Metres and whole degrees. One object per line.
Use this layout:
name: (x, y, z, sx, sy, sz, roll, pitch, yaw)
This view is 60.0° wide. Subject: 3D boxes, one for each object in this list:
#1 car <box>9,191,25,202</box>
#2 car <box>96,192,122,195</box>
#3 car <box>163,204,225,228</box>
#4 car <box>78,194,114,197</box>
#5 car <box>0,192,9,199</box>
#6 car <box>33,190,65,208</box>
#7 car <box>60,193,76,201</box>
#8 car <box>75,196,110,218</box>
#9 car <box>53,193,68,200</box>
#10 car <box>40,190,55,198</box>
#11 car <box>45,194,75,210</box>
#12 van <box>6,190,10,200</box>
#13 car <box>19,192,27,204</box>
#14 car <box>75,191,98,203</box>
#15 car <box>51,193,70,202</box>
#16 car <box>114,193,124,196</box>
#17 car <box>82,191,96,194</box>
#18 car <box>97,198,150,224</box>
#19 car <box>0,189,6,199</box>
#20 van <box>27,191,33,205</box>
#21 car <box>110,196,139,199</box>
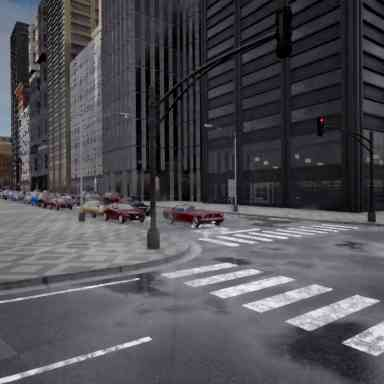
car: (-31.386, 0.904, 60.453, 1.967, 1.590, 4.097, 0, 1, -36)
car: (-11.279, 0.899, 47.234, 2.192, 1.841, 5.009, 0, 1, -36)
car: (0.029, 1.479, 21.752, 1.895, 1.301, 4.718, -1, 1, -35)
car: (-10.740, 1.275, 36.663, 2.033, 1.411, 5.357, -1, 1, -36)
car: (-44.587, 0.778, 78.671, 1.887, 1.381, 4.507, 0, 1, -36)
car: (-18.183, 0.996, 42.234, 2.192, 1.841, 5.009, 0, 1, -36)
car: (-24.481, 0.949, 65.454, 1.802, 1.307, 4.206, 0, 1, -36)
car: (-8.183, 1.353, 28.434, 1.752, 1.417, 4.829, 0, 1, -36)
car: (-27.781, 0.855, 70.007, 1.887, 1.381, 4.507, 0, 1, -36)
car: (-34.380, 0.510, 79.114, 2.192, 1.841, 5.009, 0, 1, -36)
car: (-14.884, 1.276, 37.681, 1.887, 1.381, 4.507, 0, 1, -36)
van: (-34.685, 0.748, 65.007, 1.690, 1.788, 3.998, 0, 1, -36)
car: (-24.786, 1.126, 51.345, 2.008, 1.369, 4.403, 0, 1, -36)
car: (-17.879, 0.794, 56.343, 2.192, 1.841, 5.009, 0, 1, -36)
car: (-23.744, 0.936, 60.041, 2.128, 1.511, 4.902, -1, 1, -36)
car: (-7.979, 1.200, 42.682, 1.947, 1.339, 4.313, 0, 1, -36)
car: (-14.181, 0.953, 46.849, 2.097, 1.767, 4.553, -1, 1, -36)
car: (-4.982, 1.416, 24.017, 1.887, 1.381, 4.507, 0, 1, -36)
car: (-37.986, 0.665, 69.561, 2.192, 1.841, 5.009, 0, 1, -36)
van: (-21.484, 0.970, 46.789, 1.690, 1.788, 3.998, 0, 1, -36)
car: (-5.248, 1.370, 29.079, 1.994, 1.385, 4.181, -1, 1, -36)
